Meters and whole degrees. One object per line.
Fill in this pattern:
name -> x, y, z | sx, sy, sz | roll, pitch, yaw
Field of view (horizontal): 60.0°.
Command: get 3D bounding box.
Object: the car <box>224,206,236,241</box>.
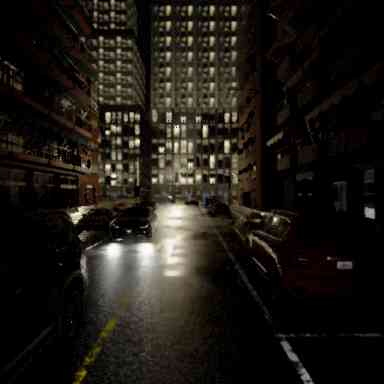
car -> 2.571, 1.525, 13.804 | 1.752, 1.417, 4.829 | 0, 0, 0

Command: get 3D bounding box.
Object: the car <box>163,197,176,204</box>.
car -> -5.123, 1.542, 62.893 | 4.181, 1.385, 1.994 | 0, 0, 29

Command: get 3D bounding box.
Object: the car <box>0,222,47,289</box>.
car -> -5.310, 1.582, 7.995 | 1.802, 1.307, 4.206 | 0, 0, 0

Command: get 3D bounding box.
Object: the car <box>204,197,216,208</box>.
car -> 2.575, 1.531, 36.365 | 1.752, 1.417, 4.829 | 0, 0, 0

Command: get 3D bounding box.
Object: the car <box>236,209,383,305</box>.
car -> 2.572, 1.315, 7.994 | 2.192, 1.841, 5.009 | 0, 0, 0

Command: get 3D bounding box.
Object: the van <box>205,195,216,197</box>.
van -> 2.577, 1.353, 47.476 | 1.690, 1.788, 3.998 | 0, 0, 0

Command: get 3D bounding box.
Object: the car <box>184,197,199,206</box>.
car -> -0.067, 1.573, 54.489 | 1.994, 1.385, 4.181 | 0, 0, -9

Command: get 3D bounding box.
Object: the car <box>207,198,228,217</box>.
car -> 2.574, 1.529, 30.725 | 1.752, 1.417, 4.829 | 0, 0, 0

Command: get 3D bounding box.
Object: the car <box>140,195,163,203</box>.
car -> -5.304, 1.324, 41.837 | 2.192, 1.841, 5.009 | 0, 0, 0

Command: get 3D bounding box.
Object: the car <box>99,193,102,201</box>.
car -> -20.863, 1.124, 67.457 | 5.009, 1.841, 2.192 | 1, -1, 0

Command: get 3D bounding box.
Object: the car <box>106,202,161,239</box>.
car -> -2.827, 1.504, 17.370 | 1.837, 1.490, 4.892 | 0, 0, 0

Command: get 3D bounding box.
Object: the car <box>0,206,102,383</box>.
car -> -2.834, 1.224, 3.460 | 2.150, 2.045, 5.566 | 0, 0, 0

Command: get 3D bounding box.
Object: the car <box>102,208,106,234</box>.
car -> -5.308, 1.583, 19.275 | 1.802, 1.307, 4.206 | 0, 0, 0
